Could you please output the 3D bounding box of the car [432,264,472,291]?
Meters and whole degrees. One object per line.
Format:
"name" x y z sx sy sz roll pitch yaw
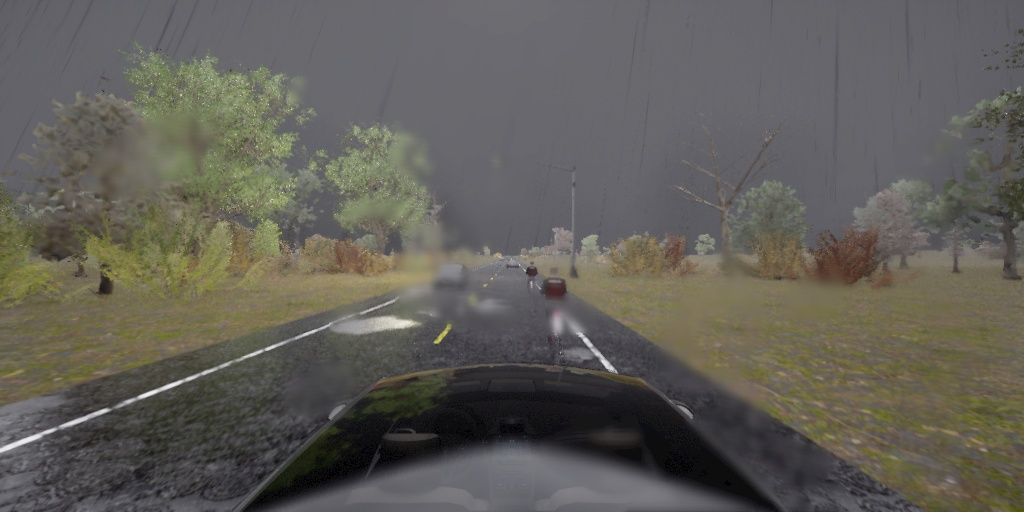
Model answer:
"car" -3.598 1.252 22.096 1.837 1.490 4.892 0 0 0

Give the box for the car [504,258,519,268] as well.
"car" 0.101 1.297 60.329 1.994 1.385 4.181 0 0 0

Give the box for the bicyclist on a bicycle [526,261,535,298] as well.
"bicyclist on a bicycle" 0.964 1.119 17.364 0.659 1.776 1.843 0 0 0

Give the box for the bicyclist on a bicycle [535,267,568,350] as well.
"bicyclist on a bicycle" 0.963 1.120 8.155 0.659 1.776 1.843 0 0 0
